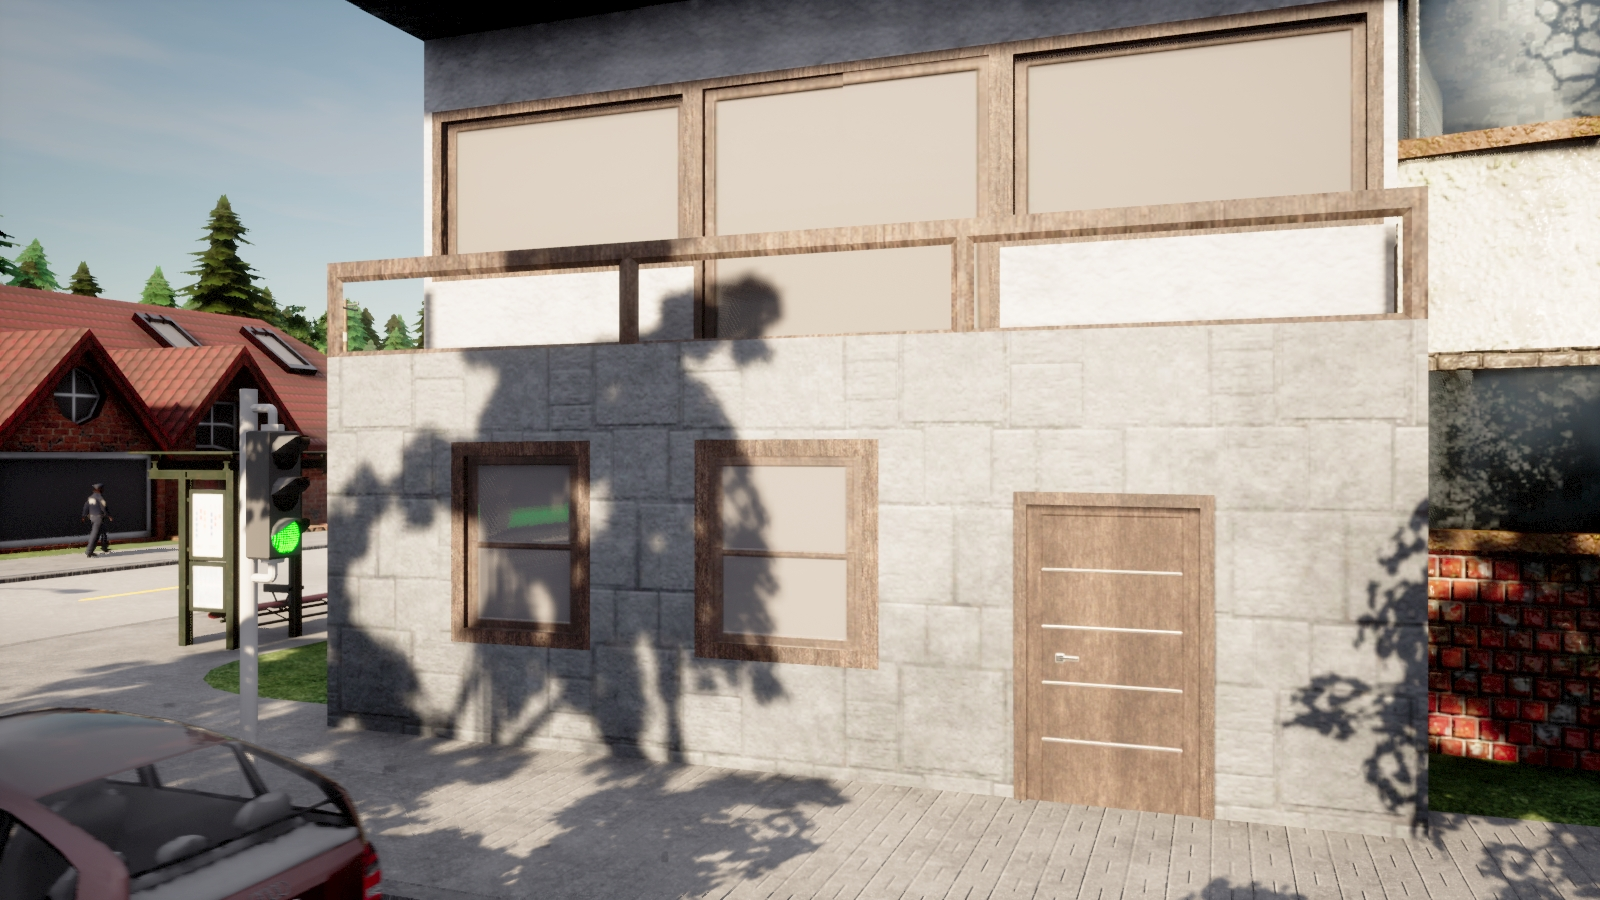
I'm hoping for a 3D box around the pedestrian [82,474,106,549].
[{"bbox_3d":[-17.653,1.524,28.561,0.375,1.860,0.375,0,0,23],"label":"pedestrian"}]

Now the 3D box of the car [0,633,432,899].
[{"bbox_3d":[-3.790,1.805,5.218,3.705,1.549,1.789,0,0,20],"label":"car"}]
